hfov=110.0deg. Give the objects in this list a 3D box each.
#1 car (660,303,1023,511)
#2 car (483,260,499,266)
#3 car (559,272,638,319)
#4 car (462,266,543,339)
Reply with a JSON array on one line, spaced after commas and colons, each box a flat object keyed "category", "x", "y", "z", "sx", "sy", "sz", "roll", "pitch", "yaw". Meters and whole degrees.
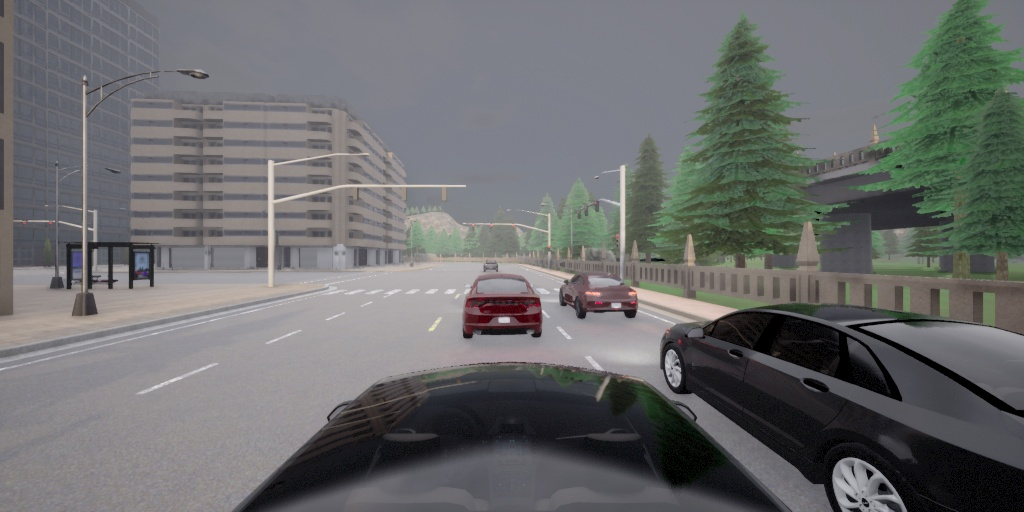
[{"category": "car", "x": 3.257, "y": 1.255, "z": 3.775, "sx": 1.837, "sy": 1.490, "sz": 4.892, "roll": 0, "pitch": 0, "yaw": 0}, {"category": "car", "x": -2.707, "y": 1.242, "z": 45.839, "sx": 2.128, "sy": 1.511, "sz": 4.902, "roll": 0, "pitch": 0, "yaw": -4}, {"category": "car", "x": 2.922, "y": 1.276, "z": 12.765, "sx": 1.812, "sy": 1.442, "sz": 4.674, "roll": 0, "pitch": 0, "yaw": -3}, {"category": "car", "x": -0.341, "y": 1.228, "z": 10.190, "sx": 1.882, "sy": 1.535, "sz": 5.008, "roll": 0, "pitch": 0, "yaw": -4}]
